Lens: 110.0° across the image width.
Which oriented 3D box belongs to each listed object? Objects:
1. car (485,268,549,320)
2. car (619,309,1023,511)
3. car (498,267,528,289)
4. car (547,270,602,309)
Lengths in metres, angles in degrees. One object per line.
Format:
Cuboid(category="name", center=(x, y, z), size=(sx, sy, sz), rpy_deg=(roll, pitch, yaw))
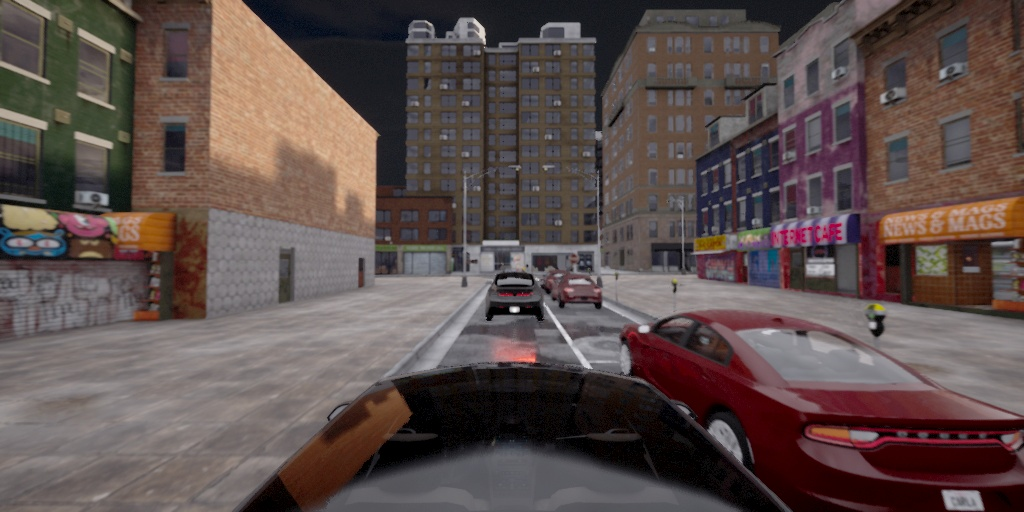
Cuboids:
Cuboid(category="car", center=(0.088, 1.319, 12.940), size=(1.837, 1.490, 4.892), rpy_deg=(0, 0, 0))
Cuboid(category="car", center=(2.639, 1.309, 4.332), size=(1.888, 1.381, 4.507), rpy_deg=(0, 0, 0))
Cuboid(category="car", center=(0.111, 1.490, 25.273), size=(1.895, 1.301, 4.718), rpy_deg=(0, 0, 1))
Cuboid(category="car", center=(2.645, 1.409, 15.208), size=(1.802, 1.307, 4.207), rpy_deg=(0, 0, 0))
